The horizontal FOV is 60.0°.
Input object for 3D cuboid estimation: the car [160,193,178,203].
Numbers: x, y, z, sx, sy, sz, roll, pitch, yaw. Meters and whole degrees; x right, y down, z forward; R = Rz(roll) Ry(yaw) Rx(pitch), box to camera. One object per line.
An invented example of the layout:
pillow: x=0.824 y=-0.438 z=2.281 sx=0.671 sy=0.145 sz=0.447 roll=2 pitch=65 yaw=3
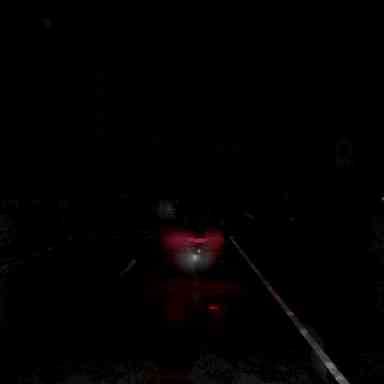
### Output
car: x=-3.623 y=0.860 z=49.015 sx=2.128 sy=1.511 sz=4.902 roll=0 pitch=1 yaw=0

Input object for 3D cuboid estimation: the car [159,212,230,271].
car: x=0.077 y=1.356 z=10.382 sx=2.128 sy=1.511 sz=4.902 roll=0 pitch=1 yaw=0
